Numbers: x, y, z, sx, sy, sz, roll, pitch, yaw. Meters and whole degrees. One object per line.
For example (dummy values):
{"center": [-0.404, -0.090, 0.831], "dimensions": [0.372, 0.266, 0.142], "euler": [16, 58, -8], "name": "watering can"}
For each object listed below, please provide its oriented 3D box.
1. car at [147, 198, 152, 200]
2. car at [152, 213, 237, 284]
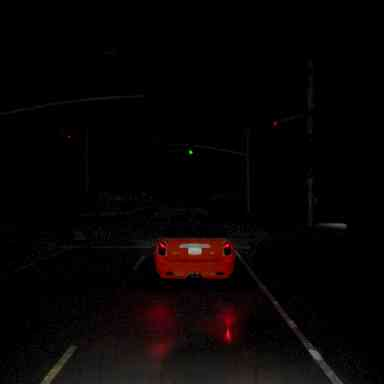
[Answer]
{"center": [-11.066, 2.150, 75.691], "dimensions": [4.553, 1.767, 2.097], "euler": [0, -1, 24], "name": "car"}
{"center": [0.071, 1.458, 10.071], "dimensions": [2.097, 1.767, 4.553], "euler": [0, -1, 0], "name": "car"}
